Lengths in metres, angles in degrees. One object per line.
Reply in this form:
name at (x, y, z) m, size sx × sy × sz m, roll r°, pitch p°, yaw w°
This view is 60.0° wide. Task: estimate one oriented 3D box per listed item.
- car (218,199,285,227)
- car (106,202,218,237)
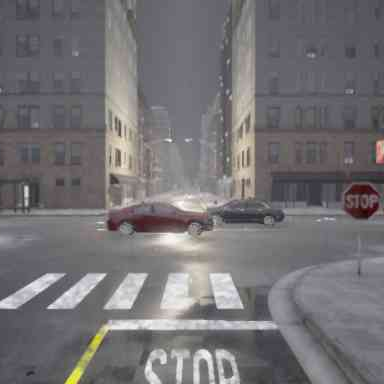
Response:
car at (2.809, 1.188, 19.134) m, size 4.892 × 1.490 × 1.837 m, roll 0°, pitch 1°, yaw 0°
car at (-1.481, 1.226, 15.677) m, size 5.008 × 1.535 × 1.882 m, roll 0°, pitch 1°, yaw 0°
